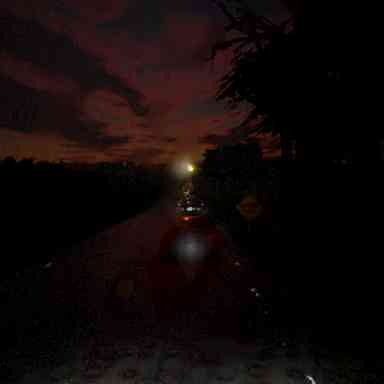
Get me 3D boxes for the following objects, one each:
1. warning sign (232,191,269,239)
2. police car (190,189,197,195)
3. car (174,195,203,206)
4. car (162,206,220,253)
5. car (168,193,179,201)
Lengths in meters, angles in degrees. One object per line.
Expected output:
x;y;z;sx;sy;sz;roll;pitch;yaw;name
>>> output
2.425;0.938;14.006;1.300;1.860;1.060;2;3;0;warning sign
0.386;0.165;94.210;1.930;1.638;5.238;0;1;0;police car
-0.096;1.239;26.217;2.033;1.411;5.357;0;1;0;car
-0.016;1.437;12.754;1.895;1.301;4.718;0;1;0;car
-3.077;0.853;57.729;1.812;1.442;4.674;0;1;0;car
